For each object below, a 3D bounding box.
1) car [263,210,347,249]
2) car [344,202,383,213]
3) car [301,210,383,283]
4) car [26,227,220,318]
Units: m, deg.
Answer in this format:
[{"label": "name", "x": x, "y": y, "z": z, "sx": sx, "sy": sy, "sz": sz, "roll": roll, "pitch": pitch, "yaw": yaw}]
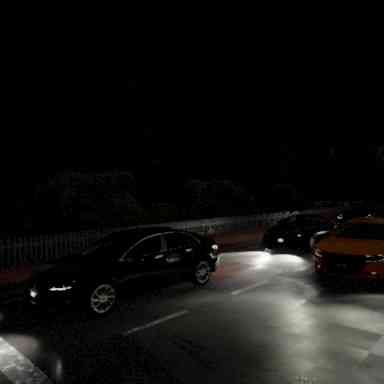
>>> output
[{"label": "car", "x": 4.833, "y": 1.692, "z": 14.468, "sx": 1.994, "sy": 1.385, "sz": 4.181, "roll": -2, "pitch": -1, "yaw": 44}, {"label": "car", "x": 10.683, "y": 1.449, "z": 20.588, "sx": 2.097, "sy": 1.767, "sz": 4.553, "roll": -2, "pitch": -1, "yaw": 44}, {"label": "car", "x": 5.385, "y": 1.529, "z": 9.983, "sx": 1.882, "sy": 1.535, "sz": 5.008, "roll": -2, "pitch": -1, "yaw": 44}, {"label": "car", "x": -1.324, "y": 1.666, "z": 8.033, "sx": 1.837, "sy": 1.490, "sz": 4.892, "roll": -2, "pitch": -1, "yaw": 44}]
